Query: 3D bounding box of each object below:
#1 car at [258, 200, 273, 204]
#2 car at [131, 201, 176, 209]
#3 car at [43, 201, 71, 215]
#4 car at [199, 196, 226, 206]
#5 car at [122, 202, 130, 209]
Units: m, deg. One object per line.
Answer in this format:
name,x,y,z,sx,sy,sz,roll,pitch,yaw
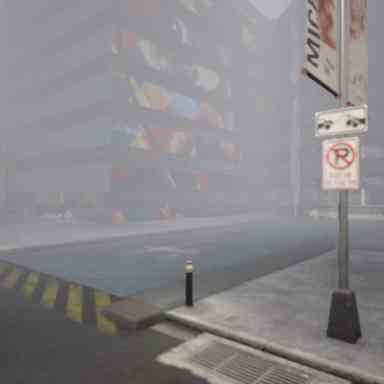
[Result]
car,20.454,2.624,92.661,4.892,1.521,2.231,0,-1,40
car,-3.528,1.697,33.191,4.674,1.452,2.002,0,-1,40
car,-15.494,1.807,37.940,4.786,1.482,2.161,0,-1,40
car,3.662,1.753,61.164,5.566,2.045,2.435,0,-1,40
car,-7.672,1.981,46.516,4.718,1.301,1.895,0,-1,40
